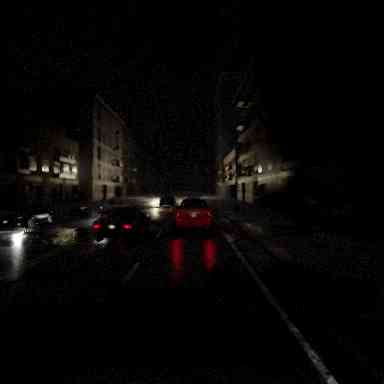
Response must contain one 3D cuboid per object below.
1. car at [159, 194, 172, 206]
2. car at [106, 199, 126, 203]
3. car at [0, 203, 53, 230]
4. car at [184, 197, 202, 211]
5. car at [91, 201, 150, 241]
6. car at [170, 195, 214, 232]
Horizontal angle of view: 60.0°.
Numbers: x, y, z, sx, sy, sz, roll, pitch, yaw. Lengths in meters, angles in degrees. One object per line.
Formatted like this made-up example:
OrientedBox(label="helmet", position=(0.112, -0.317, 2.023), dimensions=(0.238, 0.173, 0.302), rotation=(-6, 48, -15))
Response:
OrientedBox(label="car", position=(-3.141, 1.062, 43.235), dimensions=(2.128, 1.511, 4.902), rotation=(0, 1, 0))
OrientedBox(label="car", position=(-6.586, 1.311, 28.892), dimensions=(1.895, 1.301, 4.718), rotation=(0, 1, 0))
OrientedBox(label="car", position=(-9.844, 1.368, 19.541), dimensions=(1.994, 1.385, 4.181), rotation=(0, 1, 0))
OrientedBox(label="car", position=(0.103, 1.236, 36.485), dimensions=(1.895, 1.301, 4.718), rotation=(0, 1, 0))
OrientedBox(label="car", position=(-3.158, 1.392, 15.590), dimensions=(2.033, 1.411, 5.357), rotation=(0, 1, 0))
OrientedBox(label="car", position=(0.093, 1.161, 18.884), dimensions=(2.097, 1.767, 4.553), rotation=(0, 0, 0))
